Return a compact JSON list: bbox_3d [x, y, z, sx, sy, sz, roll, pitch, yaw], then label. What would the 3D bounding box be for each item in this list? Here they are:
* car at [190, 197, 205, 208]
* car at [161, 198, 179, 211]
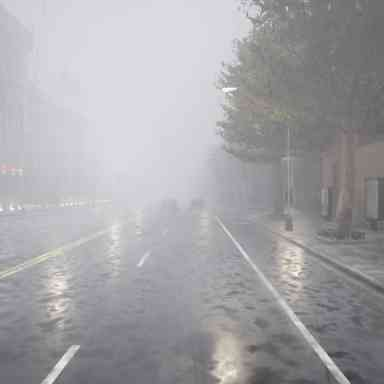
[{"bbox_3d":[0.740,1.505,47.427,1.837,1.490,4.892,0,0,1],"label":"car"},{"bbox_3d":[-2.835,1.505,41.695,1.837,1.490,4.892,0,0,1],"label":"car"}]
